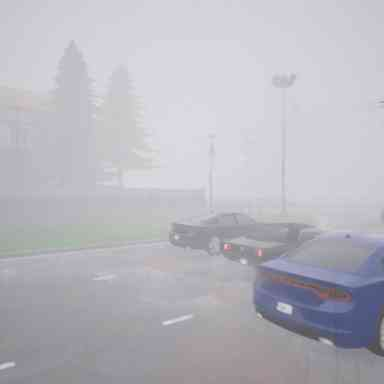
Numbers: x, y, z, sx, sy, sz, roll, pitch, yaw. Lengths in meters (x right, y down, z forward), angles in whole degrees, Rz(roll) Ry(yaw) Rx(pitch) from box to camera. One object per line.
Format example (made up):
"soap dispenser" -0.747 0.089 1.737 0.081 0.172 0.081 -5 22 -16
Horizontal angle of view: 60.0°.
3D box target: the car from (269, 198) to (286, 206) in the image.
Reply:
"car" 10.323 1.537 46.721 1.837 1.490 4.892 0 0 -36

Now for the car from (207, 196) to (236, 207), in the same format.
"car" 4.785 1.510 54.372 1.882 1.535 5.008 0 0 -36

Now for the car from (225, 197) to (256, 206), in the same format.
"car" 8.080 1.583 55.803 2.033 1.411 5.357 0 0 -36

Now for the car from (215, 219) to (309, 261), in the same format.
"car" 3.218 1.609 10.356 4.718 1.301 1.895 0 0 -36

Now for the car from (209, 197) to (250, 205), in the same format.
"car" 4.718 1.627 42.518 1.895 1.301 4.718 0 0 -36

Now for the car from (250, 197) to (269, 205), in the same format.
"car" 7.465 1.520 44.697 2.128 1.511 4.902 0 0 -36

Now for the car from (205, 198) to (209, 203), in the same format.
"car" 2.247 1.593 51.888 1.994 1.385 4.181 0 0 -37

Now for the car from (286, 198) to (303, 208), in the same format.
"car" 13.695 1.561 48.036 1.812 1.442 4.674 0 0 -36

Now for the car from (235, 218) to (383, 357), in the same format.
"car" 3.322 1.483 6.130 5.008 1.535 1.882 0 0 -36

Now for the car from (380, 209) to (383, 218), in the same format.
"car" 14.950 1.515 23.051 4.902 1.511 2.128 0 0 -36

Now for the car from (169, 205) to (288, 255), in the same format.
"car" 1.458 1.486 13.401 5.008 1.535 1.882 0 0 -36
